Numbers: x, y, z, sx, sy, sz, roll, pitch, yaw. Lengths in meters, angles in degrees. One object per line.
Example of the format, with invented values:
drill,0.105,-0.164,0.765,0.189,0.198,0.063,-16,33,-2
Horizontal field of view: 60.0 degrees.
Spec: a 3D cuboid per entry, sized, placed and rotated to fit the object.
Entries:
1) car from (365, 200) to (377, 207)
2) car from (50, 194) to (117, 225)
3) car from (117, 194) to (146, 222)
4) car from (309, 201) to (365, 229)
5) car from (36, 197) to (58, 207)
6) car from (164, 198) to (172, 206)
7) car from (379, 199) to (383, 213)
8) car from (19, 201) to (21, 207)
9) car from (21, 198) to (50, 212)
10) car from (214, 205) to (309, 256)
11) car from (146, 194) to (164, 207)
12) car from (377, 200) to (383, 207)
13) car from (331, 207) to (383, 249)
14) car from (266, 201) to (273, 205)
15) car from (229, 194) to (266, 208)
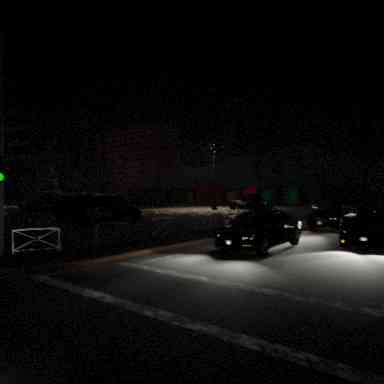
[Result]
car,14.794,1.451,27.600,1.837,1.490,4.892,-1,0,41
car,-7.644,1.251,23.175,4.605,1.855,1.932,0,0,39
car,-5.777,1.245,25.388,3.866,1.878,1.905,0,0,39
car,8.719,1.467,20.497,2.128,1.511,4.902,-1,0,41
car,-23.895,1.638,54.740,3.905,1.438,1.784,0,0,39
car,-5.177,1.503,53.881,3.905,1.438,1.784,0,0,39
car,21.412,1.439,35.288,1.812,1.442,4.674,-1,0,41
car,-25.720,1.678,52.493,3.806,1.475,1.970,0,0,39
car,-17.631,1.594,38.496,3.806,1.475,1.970,0,0,39
car,2.802,1.509,13.464,1.837,1.490,4.892,0,0,40
car,-7.053,1.301,51.673,4.605,1.855,1.932,0,0,39
car,13.039,1.296,20.167,2.097,1.767,4.553,-1,0,40
car,7.536,1.535,13.681,1.994,1.385,4.181,-1,0,40
car,8.397,1.416,42.887,3.806,1.475,1.970,0,0,39
car,6.562,1.186,40.646,3.866,1.878,1.905,0,0,39
